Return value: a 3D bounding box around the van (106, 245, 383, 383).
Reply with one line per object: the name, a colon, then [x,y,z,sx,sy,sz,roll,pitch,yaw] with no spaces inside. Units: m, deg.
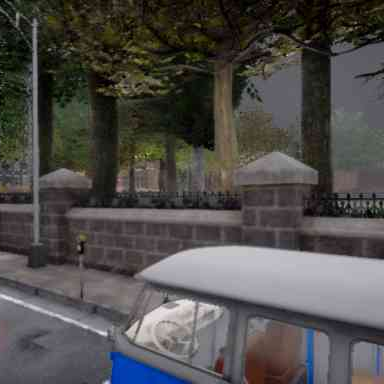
van: [1.211,1.341,1.961,3.998,1.788,1.690,0,-1,36]
